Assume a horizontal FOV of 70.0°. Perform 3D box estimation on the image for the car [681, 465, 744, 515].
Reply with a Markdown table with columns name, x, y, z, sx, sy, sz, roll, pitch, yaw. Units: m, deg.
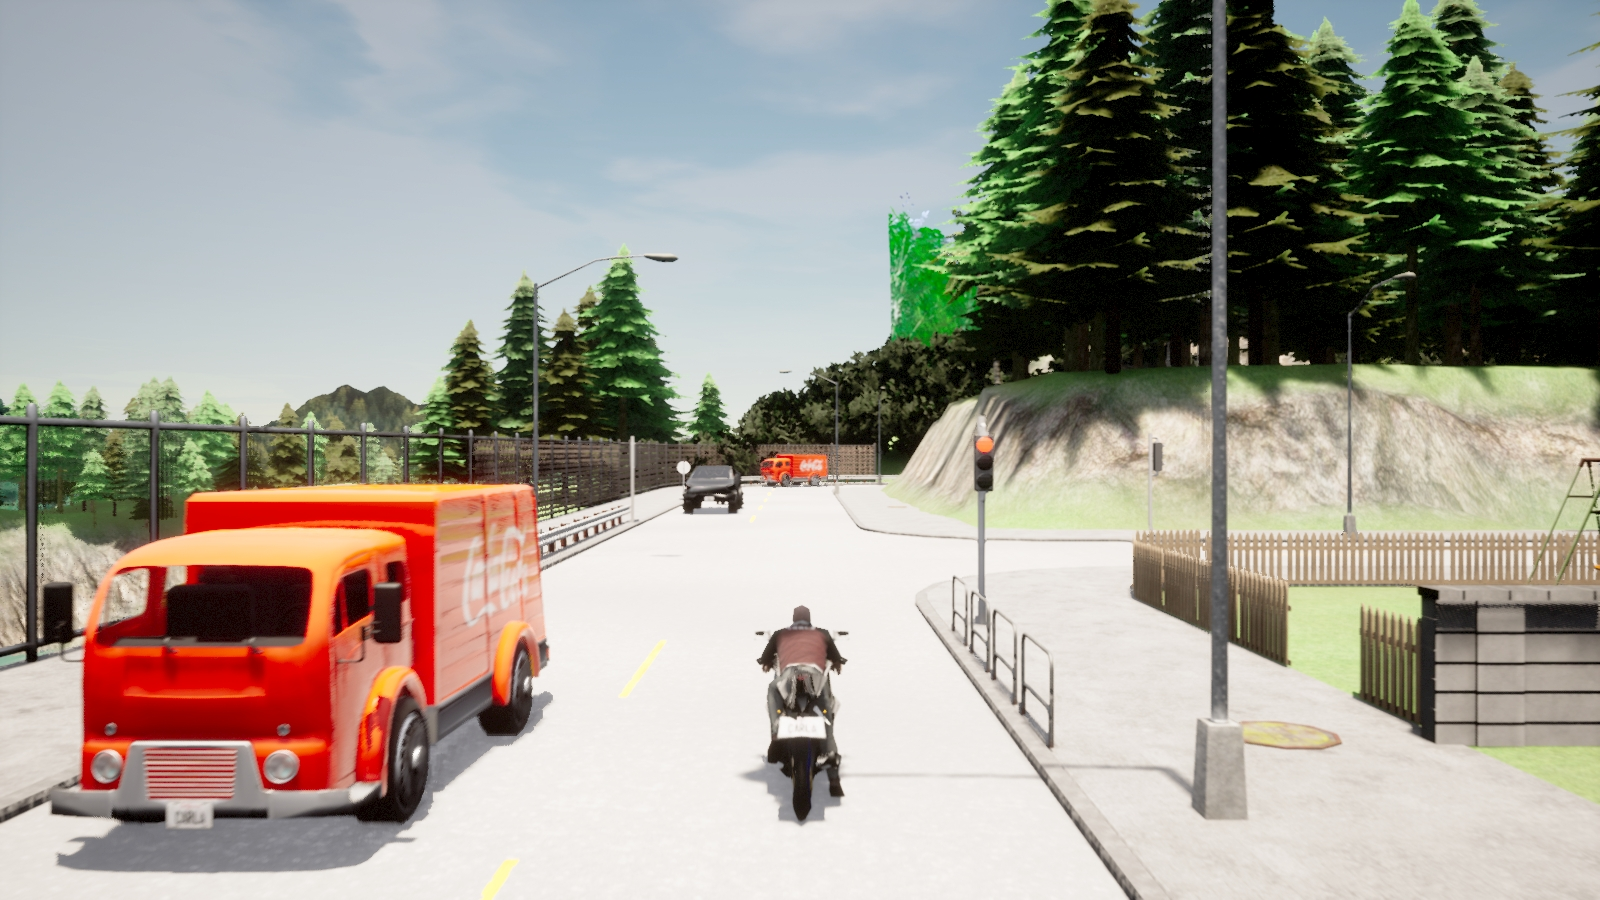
| name | x | y | z | sx | sy | sz | roll | pitch | yaw |
| --- | --- | --- | --- | --- | --- | --- | --- | --- | --- |
| car | -3.912 | 1.756 | 52.376 | 2.390 | 2.098 | 6.274 | 0 | 0 | 0 |

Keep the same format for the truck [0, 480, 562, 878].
| name | x | y | z | sx | sy | sz | roll | pitch | yaw |
| --- | --- | --- | --- | --- | --- | --- | --- | --- | --- |
| truck | -3.982 | 1.568 | 10.091 | 2.627 | 2.467 | 5.204 | 0 | 0 | 1 |

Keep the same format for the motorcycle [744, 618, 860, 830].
| name | x | y | z | sx | sy | sz | roll | pitch | yaw |
| --- | --- | --- | --- | --- | --- | --- | --- | --- | --- |
| motorcycle | 0.016 | 2.206 | 9.612 | 0.867 | 1.251 | 2.209 | 0 | 0 | 0 |
